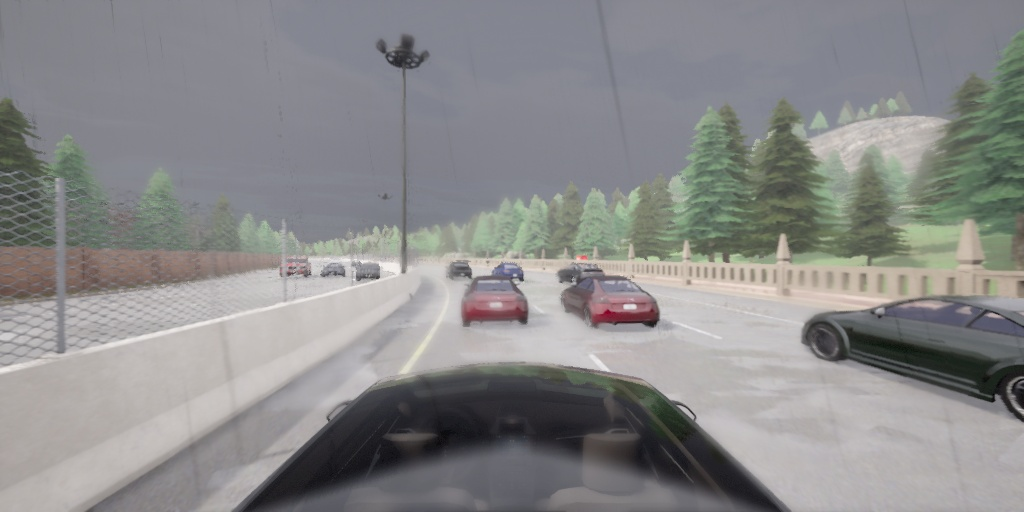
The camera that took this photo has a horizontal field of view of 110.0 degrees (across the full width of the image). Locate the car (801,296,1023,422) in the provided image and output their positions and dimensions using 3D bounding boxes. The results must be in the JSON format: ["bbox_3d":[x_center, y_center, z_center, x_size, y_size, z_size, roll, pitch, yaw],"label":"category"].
[{"bbox_3d":[6.843,1.286,5.473,1.994,1.385,4.181,0,0,-2],"label":"car"}]

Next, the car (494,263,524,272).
[{"bbox_3d":[-0.374,1.282,28.983,1.812,1.442,4.674,0,0,-15],"label":"car"}]

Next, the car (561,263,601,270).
[{"bbox_3d":[4.482,1.227,23.926,2.128,1.511,4.902,0,0,-12],"label":"car"}]

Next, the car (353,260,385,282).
[{"bbox_3d":[-11.708,1.309,29.761,1.837,1.490,4.892,0,0,-18],"label":"car"}]

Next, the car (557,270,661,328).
[{"bbox_3d":[2.909,1.304,11.385,1.994,1.385,4.181,0,0,-5],"label":"car"}]

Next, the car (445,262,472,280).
[{"bbox_3d":[-4.692,1.280,31.387,1.837,1.490,4.892,0,0,-17],"label":"car"}]

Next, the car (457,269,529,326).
[{"bbox_3d":[-0.636,1.318,11.820,1.994,1.385,4.181,0,0,-6],"label":"car"}]

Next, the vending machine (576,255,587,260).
[{"bbox_3d":[7.934,0.919,40.750,1.100,2.100,0.880,0,0,-20],"label":"vending machine"}]

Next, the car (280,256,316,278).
[{"bbox_3d":[-21.159,1.066,35.330,2.150,2.045,5.566,0,0,-23],"label":"car"}]

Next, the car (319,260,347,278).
[{"bbox_3d":[-17.173,1.392,34.737,1.994,1.385,4.181,0,0,-22],"label":"car"}]
